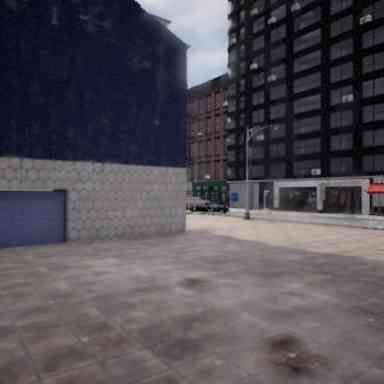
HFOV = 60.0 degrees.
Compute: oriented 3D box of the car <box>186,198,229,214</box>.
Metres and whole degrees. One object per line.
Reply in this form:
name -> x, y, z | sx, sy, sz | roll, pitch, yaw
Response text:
car -> 1.684, 1.612, 34.482 | 1.895, 1.301, 4.718 | 0, 0, -36
